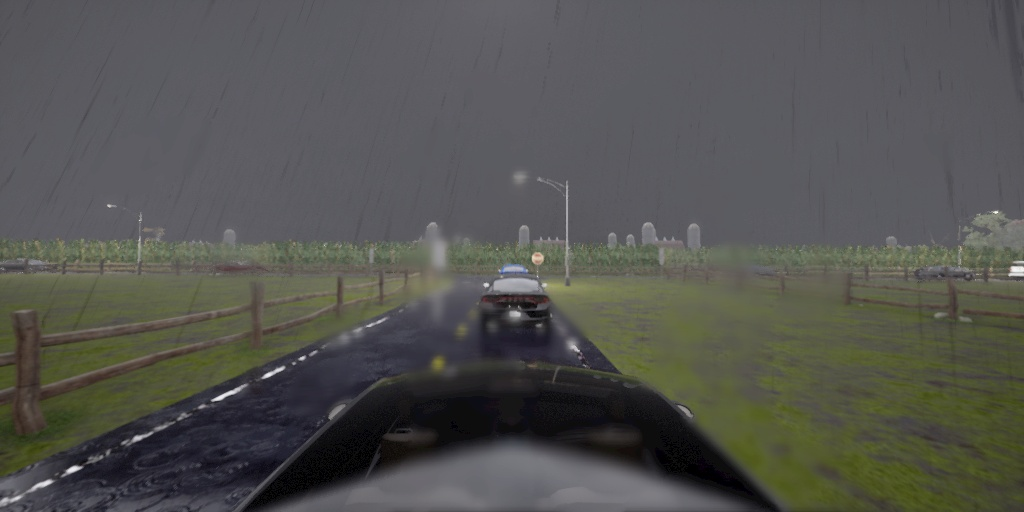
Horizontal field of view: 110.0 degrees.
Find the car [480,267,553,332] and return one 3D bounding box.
[{"bbox_3d":[0.107,1.268,11.070,1.882,1.535,5.008,0,0,0],"label":"car"}]

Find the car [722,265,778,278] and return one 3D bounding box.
[{"bbox_3d":[26.256,1.703,39.708,5.357,1.411,2.033,0,-1,0],"label":"car"}]

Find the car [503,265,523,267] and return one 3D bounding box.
[{"bbox_3d":[0.089,1.323,23.933,1.882,1.535,5.008,0,0,-1],"label":"car"}]

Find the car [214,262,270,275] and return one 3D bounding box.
[{"bbox_3d":[-27.812,1.293,37.098,4.718,1.301,1.895,0,-1,0],"label":"car"}]

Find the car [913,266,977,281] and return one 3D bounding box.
[{"bbox_3d":[44.160,1.743,36.698,4.902,1.511,2.128,1,-1,0],"label":"car"}]

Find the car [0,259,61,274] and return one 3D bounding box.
[{"bbox_3d":[-50.189,1.066,37.323,4.892,1.490,1.837,0,-1,1],"label":"car"}]
